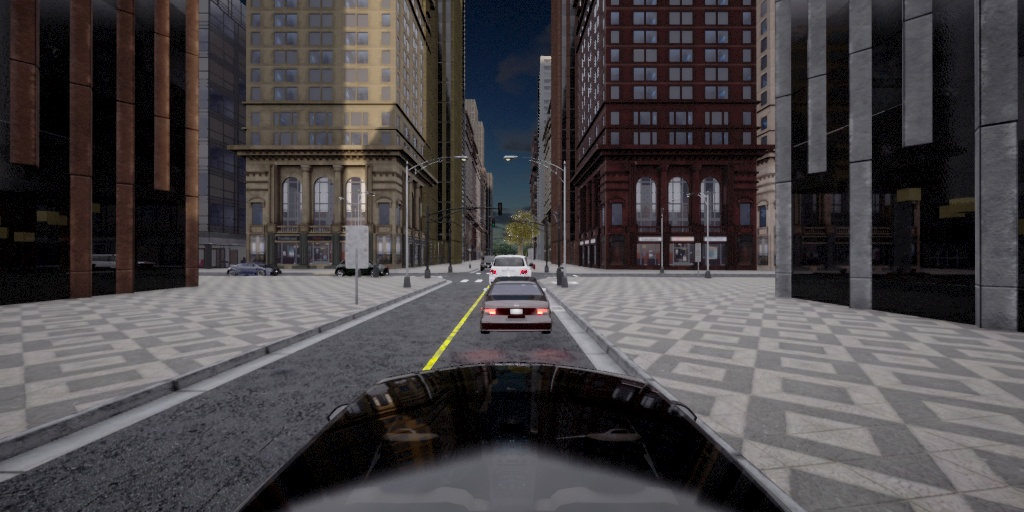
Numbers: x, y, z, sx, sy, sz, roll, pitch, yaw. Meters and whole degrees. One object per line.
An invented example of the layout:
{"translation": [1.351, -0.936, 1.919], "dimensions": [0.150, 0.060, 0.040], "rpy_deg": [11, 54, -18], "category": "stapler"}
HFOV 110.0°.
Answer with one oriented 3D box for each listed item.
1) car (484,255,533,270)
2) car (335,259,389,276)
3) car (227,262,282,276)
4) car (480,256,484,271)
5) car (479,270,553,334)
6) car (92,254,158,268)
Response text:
{"translation": [0.013, 0.971, 20.816], "dimensions": [2.150, 2.045, 5.566], "rpy_deg": [0, 0, 4], "category": "car"}
{"translation": [-13.829, 1.053, 33.282], "dimensions": [4.553, 1.767, 2.097], "rpy_deg": [0, 0, 0], "category": "car"}
{"translation": [-23.866, 1.237, 33.296], "dimensions": [4.181, 1.385, 1.994], "rpy_deg": [0, 0, 0], "category": "car"}
{"translation": [-3.138, 0.970, 49.446], "dimensions": [2.150, 2.045, 5.566], "rpy_deg": [0, 0, -1], "category": "car"}
{"translation": [0.090, 1.297, 10.571], "dimensions": [2.033, 1.411, 5.357], "rpy_deg": [0, 0, 0], "category": "car"}
{"translation": [-36.301, 0.861, 33.300], "dimensions": [5.566, 2.045, 2.150], "rpy_deg": [0, 0, 0], "category": "car"}
